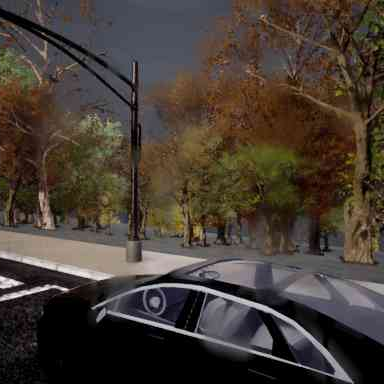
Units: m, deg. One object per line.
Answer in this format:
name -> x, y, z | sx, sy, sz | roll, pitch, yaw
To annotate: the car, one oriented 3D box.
car -> 0.246, 1.491, 3.497 | 4.902, 1.511, 2.128 | 0, 0, 37
